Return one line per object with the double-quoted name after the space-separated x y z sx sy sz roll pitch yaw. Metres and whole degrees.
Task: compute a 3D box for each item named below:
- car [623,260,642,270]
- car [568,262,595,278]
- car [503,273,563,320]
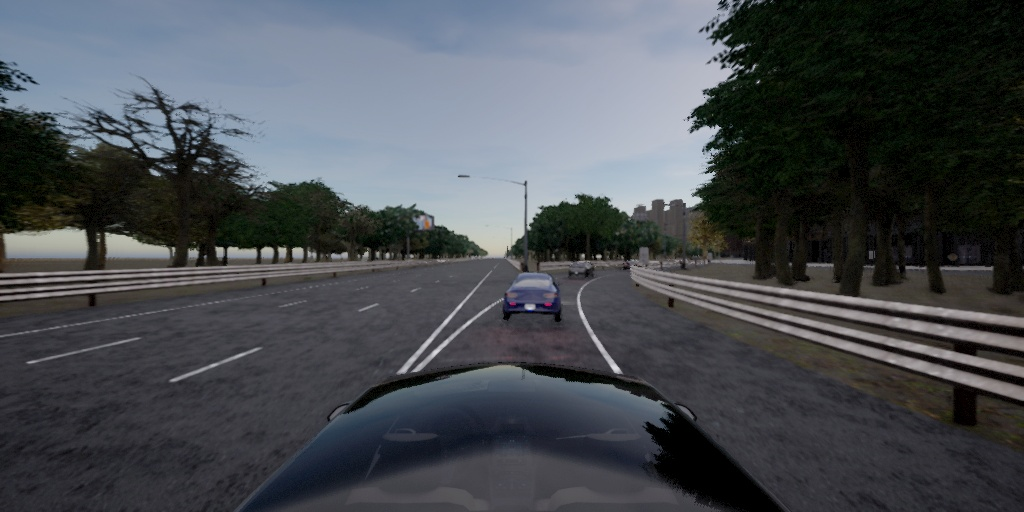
18.587 1.394 54.678 1.837 1.490 4.892 -1 -1 39 "car"
6.850 1.326 34.970 2.128 1.511 4.902 0 0 23 "car"
0.800 1.307 12.629 1.812 1.442 4.674 0 0 7 "car"
